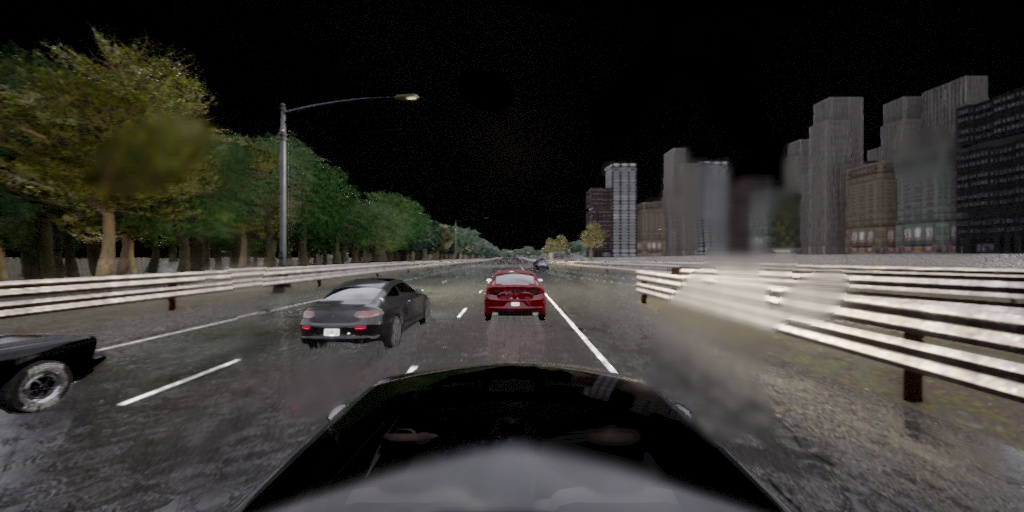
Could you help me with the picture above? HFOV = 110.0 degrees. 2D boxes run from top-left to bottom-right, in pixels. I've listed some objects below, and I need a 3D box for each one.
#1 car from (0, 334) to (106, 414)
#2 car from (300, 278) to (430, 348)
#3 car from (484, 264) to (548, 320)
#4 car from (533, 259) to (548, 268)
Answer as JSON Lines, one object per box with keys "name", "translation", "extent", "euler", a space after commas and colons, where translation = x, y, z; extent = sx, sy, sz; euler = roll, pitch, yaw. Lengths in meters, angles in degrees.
{"name": "car", "translation": [-6.902, 1.350, 3.072], "extent": [1.895, 1.301, 4.718], "euler": [0, 0, 0]}
{"name": "car", "translation": [-3.403, 1.274, 9.077], "extent": [1.812, 1.442, 4.674], "euler": [0, 0, 0]}
{"name": "car", "translation": [0.098, 1.225, 12.724], "extent": [1.882, 1.535, 5.008], "euler": [0, 0, 0]}
{"name": "car", "translation": [4.517, 1.282, 57.157], "extent": [2.033, 1.649, 4.856], "euler": [0, 0, -5]}
